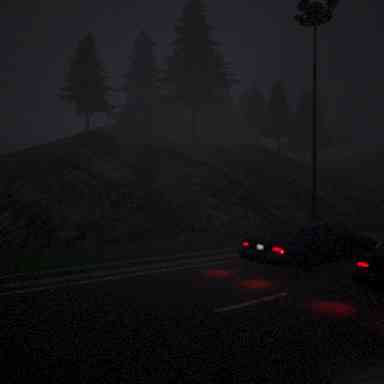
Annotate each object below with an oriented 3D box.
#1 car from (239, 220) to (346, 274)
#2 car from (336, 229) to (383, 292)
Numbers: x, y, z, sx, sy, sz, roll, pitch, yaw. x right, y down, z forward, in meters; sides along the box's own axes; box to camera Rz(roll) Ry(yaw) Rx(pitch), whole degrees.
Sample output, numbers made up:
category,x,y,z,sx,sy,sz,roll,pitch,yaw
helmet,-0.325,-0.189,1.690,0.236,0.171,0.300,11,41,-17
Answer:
category,x,y,z,sx,sy,sz,roll,pitch,yaw
car,3.981,1.633,10.894,5.357,1.411,2.033,1,0,-35
car,6.012,1.633,8.044,5.357,1.411,2.033,1,0,-35
